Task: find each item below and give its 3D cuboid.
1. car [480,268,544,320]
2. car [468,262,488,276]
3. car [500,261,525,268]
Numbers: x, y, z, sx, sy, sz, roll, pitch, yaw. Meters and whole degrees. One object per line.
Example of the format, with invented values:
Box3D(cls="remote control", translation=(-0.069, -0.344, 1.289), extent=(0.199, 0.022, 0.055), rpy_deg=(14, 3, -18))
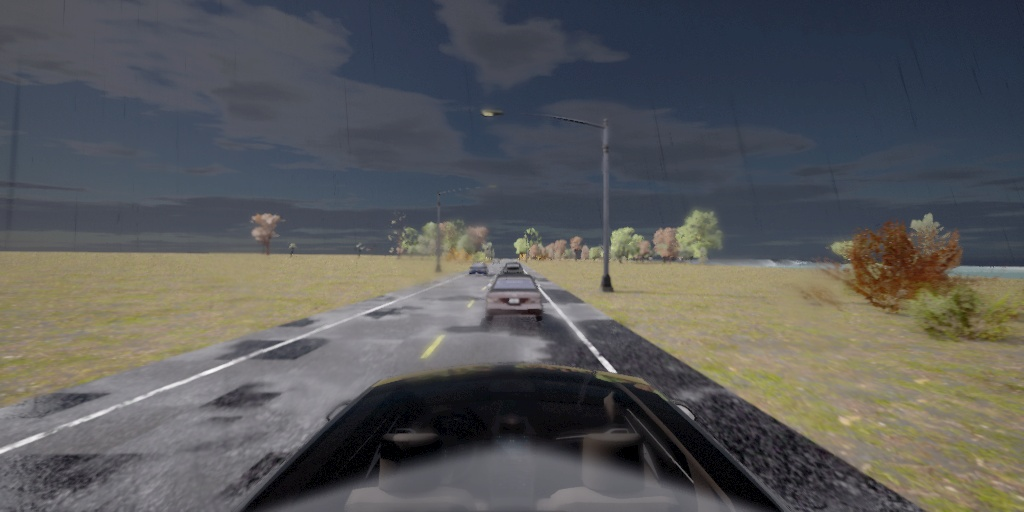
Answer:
Box3D(cls="car", translation=(0.082, 1.332, 12.749), extent=(2.033, 1.411, 5.357), rpy_deg=(0, 0, 0))
Box3D(cls="car", translation=(-3.604, 1.407, 39.289), extent=(2.033, 1.411, 5.357), rpy_deg=(0, 0, 0))
Box3D(cls="car", translation=(0.090, 1.347, 33.098), extent=(1.837, 1.490, 4.892), rpy_deg=(0, 0, 0))
